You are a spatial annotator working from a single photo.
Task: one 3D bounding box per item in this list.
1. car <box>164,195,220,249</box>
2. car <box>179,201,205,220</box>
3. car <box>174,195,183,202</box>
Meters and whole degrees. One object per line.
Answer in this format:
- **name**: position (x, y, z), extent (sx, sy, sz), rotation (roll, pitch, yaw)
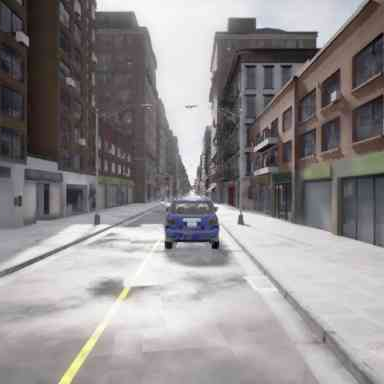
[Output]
- **car**: position (0.000, 1.253, 14.680), extent (2.150, 2.045, 5.566), rotation (0, 0, 0)
- **car**: position (0.000, 1.548, 29.650), extent (2.033, 1.411, 5.357), rotation (0, 0, 0)
- **car**: position (-3.000, 1.407, 74.030), extent (1.837, 1.490, 4.892), rotation (0, 0, 0)
